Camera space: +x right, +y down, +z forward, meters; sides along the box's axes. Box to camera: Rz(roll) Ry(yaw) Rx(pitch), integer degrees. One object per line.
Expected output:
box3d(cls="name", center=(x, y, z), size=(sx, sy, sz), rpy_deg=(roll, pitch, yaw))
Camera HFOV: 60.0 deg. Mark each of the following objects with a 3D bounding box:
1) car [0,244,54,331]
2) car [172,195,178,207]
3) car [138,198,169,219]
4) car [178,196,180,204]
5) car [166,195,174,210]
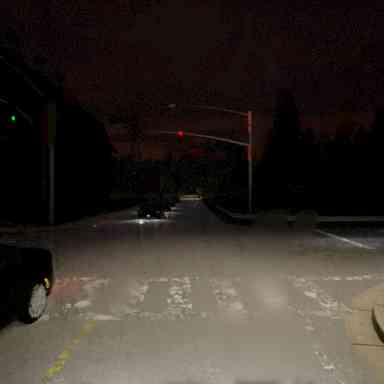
box3d(cls="car", center=(-3.702, 1.475, 4.408), size=(1.882, 1.535, 5.008), rpy_deg=(-1, 0, 3))
box3d(cls="car", center=(-3.506, 1.526, 49.956), size=(1.812, 1.442, 4.674), rpy_deg=(0, 0, 0))
box3d(cls="car", center=(-3.550, 1.547, 29.836), size=(2.033, 1.411, 5.357), rpy_deg=(0, 0, 0))
box3d(cls="car", center=(-3.397, 1.350, 64.883), size=(2.097, 1.767, 4.553), rpy_deg=(0, 0, 0))
box3d(cls="car", center=(-3.533, 1.505, 39.677), size=(1.837, 1.490, 4.892), rpy_deg=(0, 0, 0))
